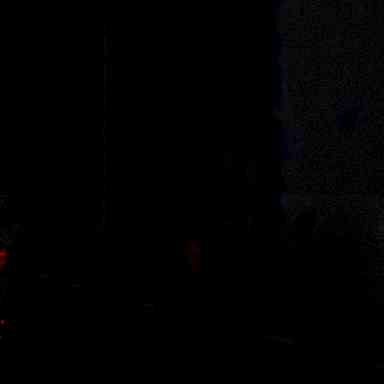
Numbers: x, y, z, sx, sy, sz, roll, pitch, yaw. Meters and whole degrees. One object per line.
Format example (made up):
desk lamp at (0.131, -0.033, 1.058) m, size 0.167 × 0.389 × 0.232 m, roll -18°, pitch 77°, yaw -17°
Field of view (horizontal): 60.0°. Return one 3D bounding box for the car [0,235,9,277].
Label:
car at (-6.915, 1.346, 8.900) m, size 4.553 × 1.767 × 2.097 m, roll 0°, pitch 0°, yaw 36°
